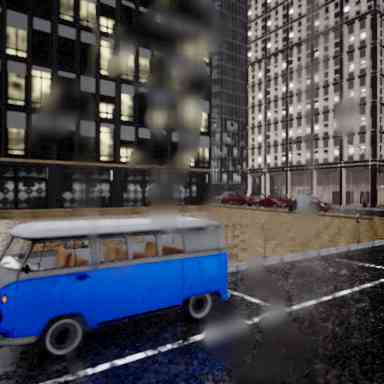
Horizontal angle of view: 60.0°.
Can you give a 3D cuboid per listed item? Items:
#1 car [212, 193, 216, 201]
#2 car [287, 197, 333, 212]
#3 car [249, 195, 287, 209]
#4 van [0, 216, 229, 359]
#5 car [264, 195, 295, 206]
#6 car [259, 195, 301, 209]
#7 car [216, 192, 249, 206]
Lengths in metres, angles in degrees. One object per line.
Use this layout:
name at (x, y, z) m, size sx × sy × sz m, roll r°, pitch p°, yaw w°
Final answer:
car at (6.081, 0.936, 57.567) m, size 1.752 × 1.417 × 4.829 m, roll 2°, pitch 0°, yaw -36°
car at (12.396, 1.247, 34.368) m, size 1.967 × 1.590 × 4.097 m, roll 2°, pitch 0°, yaw -36°
car at (9.145, 1.282, 38.899) m, size 1.802 × 1.307 × 4.206 m, roll 2°, pitch 0°, yaw -36°
van at (-1.213, 1.354, 5.695) m, size 3.998 × 1.788 × 1.690 m, roll 0°, pitch 0°, yaw -35°
car at (12.674, 1.211, 48.361) m, size 1.802 × 1.307 × 4.206 m, roll 2°, pitch 0°, yaw -36°
car at (10.778, 1.173, 41.048) m, size 1.882 × 1.535 × 5.008 m, roll 0°, pitch 1°, yaw -36°
car at (5.907, 0.907, 43.430) m, size 2.192 × 1.841 × 5.009 m, roll 2°, pitch 0°, yaw -36°
